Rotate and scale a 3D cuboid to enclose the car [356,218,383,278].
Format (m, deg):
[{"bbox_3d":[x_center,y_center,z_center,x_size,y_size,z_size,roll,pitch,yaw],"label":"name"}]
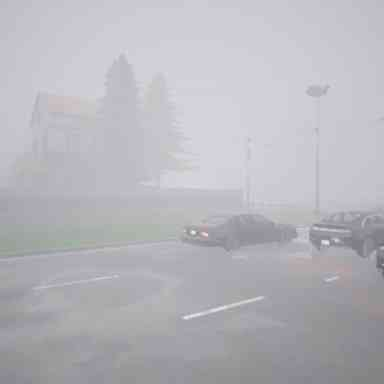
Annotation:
[{"bbox_3d":[6.576,1.498,8.450,4.902,1.511,2.128,0,0,-35],"label":"car"}]

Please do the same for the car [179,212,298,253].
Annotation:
[{"bbox_3d":[2.086,1.553,13.837,5.357,1.411,2.033,0,0,-36],"label":"car"}]

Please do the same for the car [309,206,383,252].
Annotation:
[{"bbox_3d":[6.509,1.498,12.701,4.902,1.511,2.128,0,0,-35],"label":"car"}]
